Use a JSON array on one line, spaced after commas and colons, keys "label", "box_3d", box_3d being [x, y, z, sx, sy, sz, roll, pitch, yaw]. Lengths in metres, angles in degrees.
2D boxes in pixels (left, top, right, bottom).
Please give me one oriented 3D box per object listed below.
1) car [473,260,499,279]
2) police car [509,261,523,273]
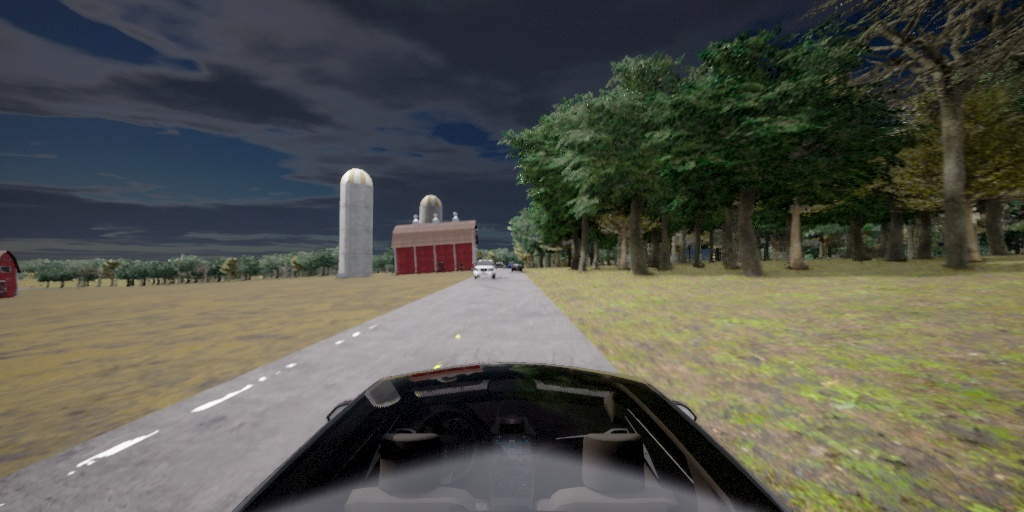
[{"label": "car", "box_3d": [-2.845, 1.408, 38.567, 2.150, 2.045, 5.566, 0, -1, 0]}, {"label": "police car", "box_3d": [0.817, 1.969, 61.324, 1.930, 1.638, 5.238, 0, -1, 0]}]
